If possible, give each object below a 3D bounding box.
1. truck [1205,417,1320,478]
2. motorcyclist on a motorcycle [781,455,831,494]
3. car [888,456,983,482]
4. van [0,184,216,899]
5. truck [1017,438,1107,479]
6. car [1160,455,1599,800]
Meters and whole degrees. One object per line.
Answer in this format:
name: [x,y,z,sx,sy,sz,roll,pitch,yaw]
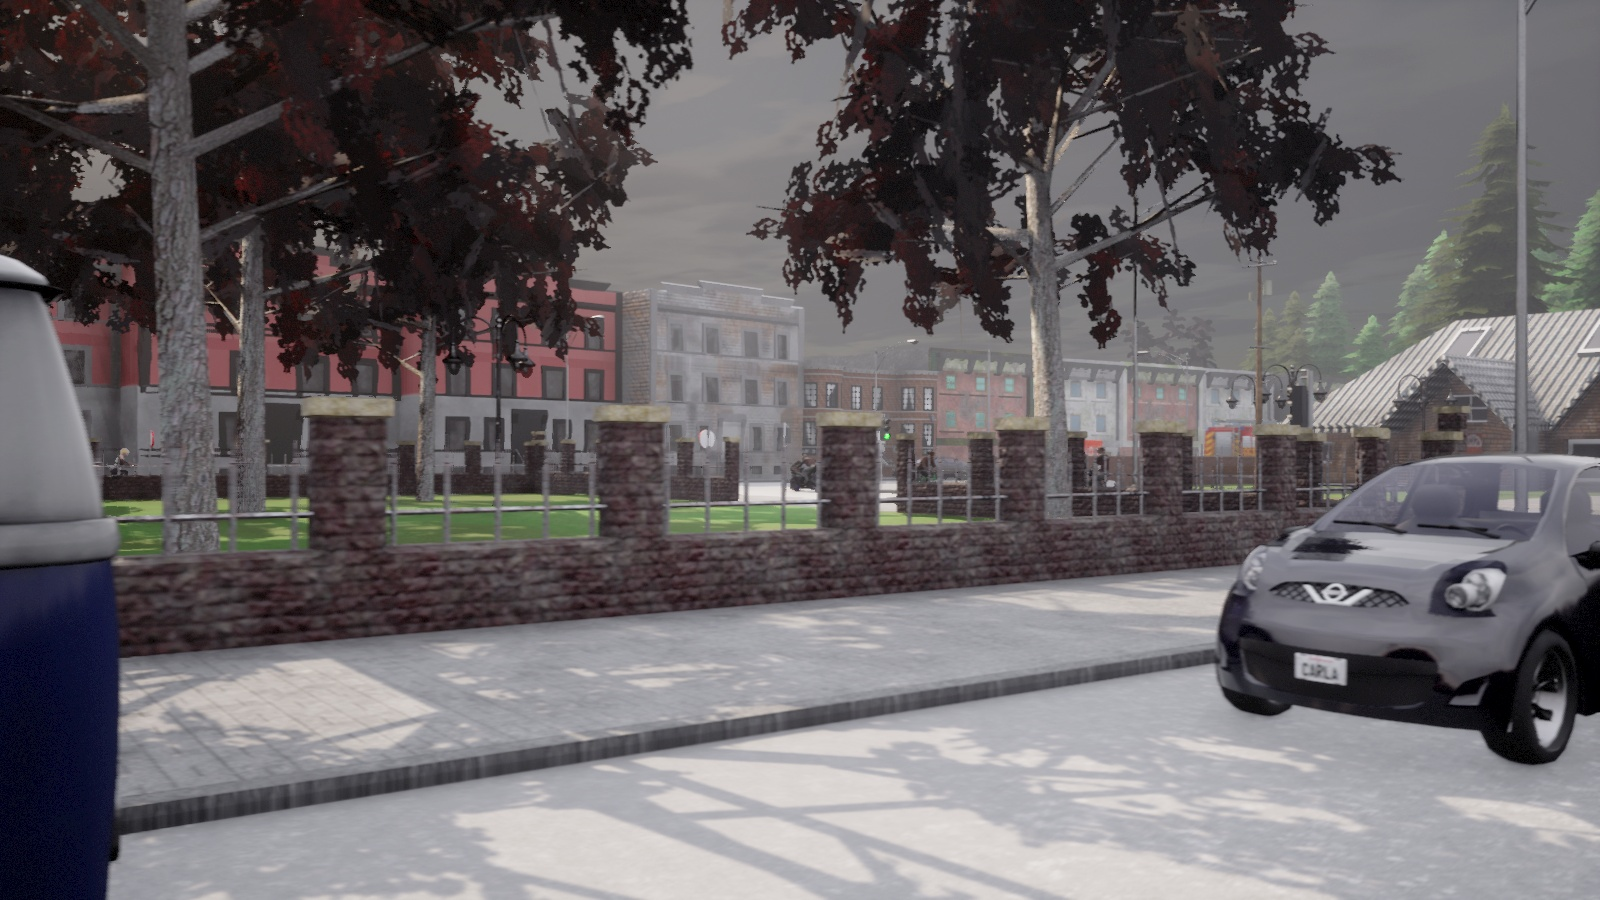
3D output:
truck: [30.679,-0.161,83.125,8.468,3.827,2.891,0,0,-36]
motorcyclist on a motorcycle: [0.242,0.953,50.154,0.866,1.530,2.191,0,0,-36]
car: [7.707,1.031,71.221,5.357,1.411,2.033,0,0,-36]
van: [-3.467,0.507,1.840,4.442,1.987,1.775,0,0,-38]
truck: [16.189,0.511,77.462,5.204,2.467,2.627,0,0,-36]
car: [3.983,0.780,7.326,3.633,1.501,1.845,0,0,-38]
